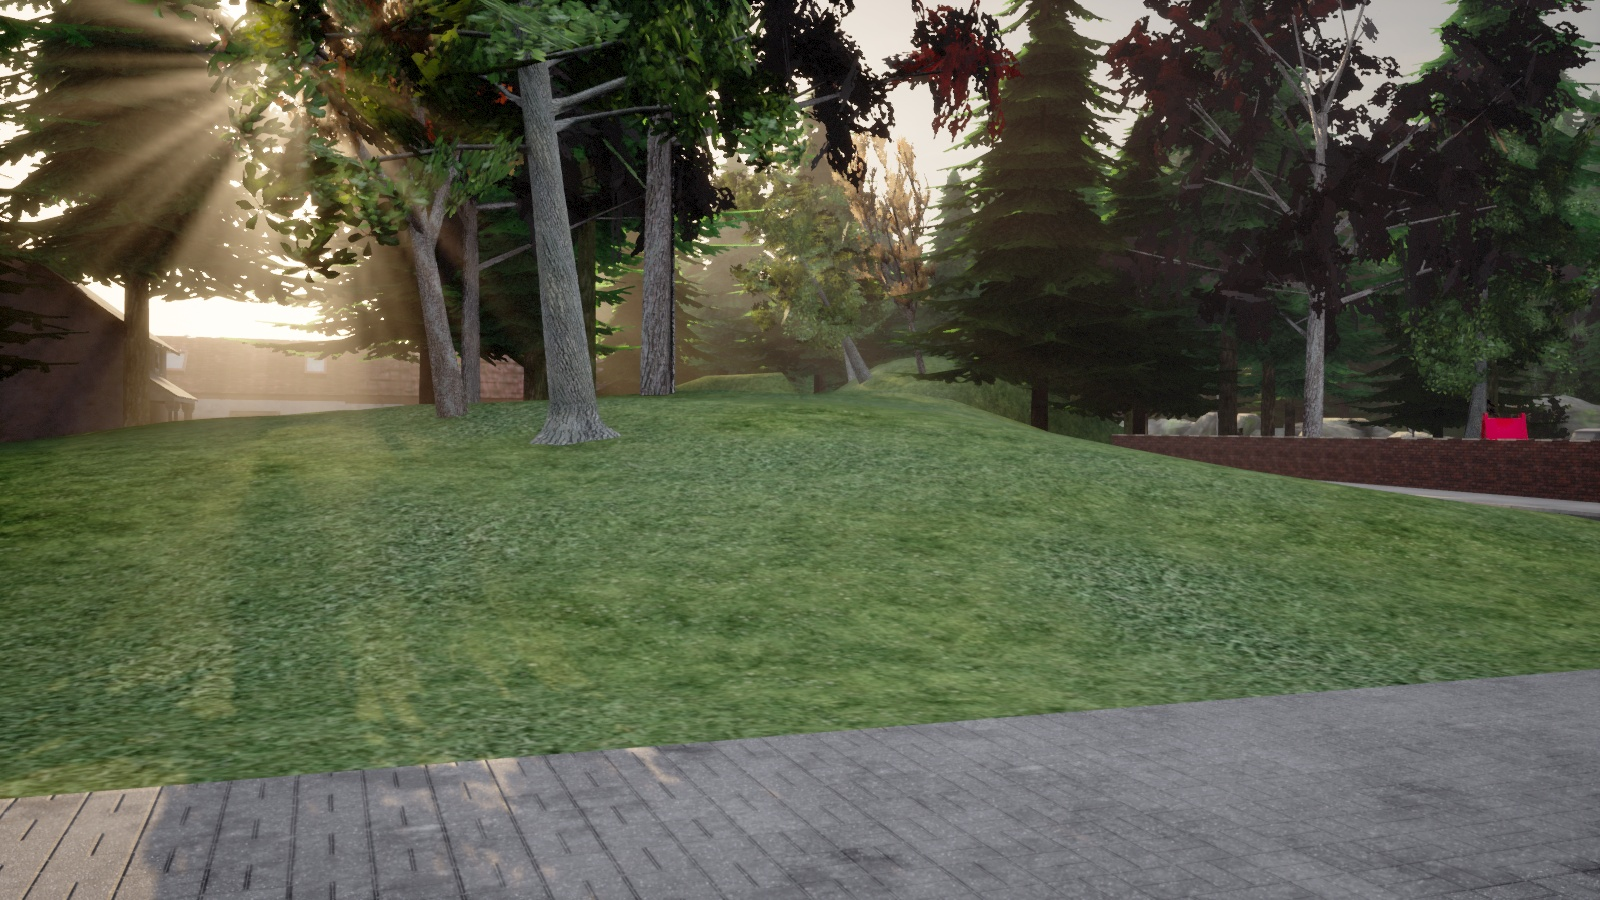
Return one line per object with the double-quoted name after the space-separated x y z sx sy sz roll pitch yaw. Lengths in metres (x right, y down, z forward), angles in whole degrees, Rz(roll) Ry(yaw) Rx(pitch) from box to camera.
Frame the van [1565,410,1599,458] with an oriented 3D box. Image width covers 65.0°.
34.758 -0.682 52.640 1.775 1.987 4.442 -1 1 -21 "van"
